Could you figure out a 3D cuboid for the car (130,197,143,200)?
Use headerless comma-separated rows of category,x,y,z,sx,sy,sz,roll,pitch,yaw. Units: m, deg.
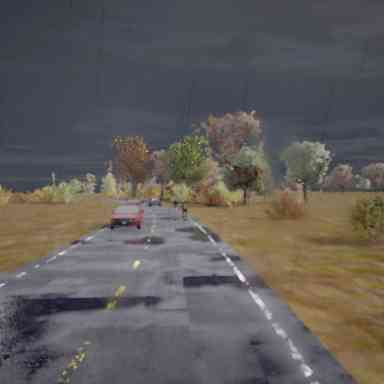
car,-10.919,1.803,62.788,1.895,1.301,4.718,0,0,-14

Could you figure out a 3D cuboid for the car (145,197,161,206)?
car,-6.484,1.701,57.234,1.812,1.442,4.674,0,0,-13

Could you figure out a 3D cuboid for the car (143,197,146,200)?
car,-10.902,1.835,74.153,1.895,1.301,4.718,0,0,-17

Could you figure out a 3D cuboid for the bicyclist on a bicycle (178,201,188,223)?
bicyclist on a bicycle,-0.534,1.522,25.260,0.582,1.620,1.656,0,0,-6

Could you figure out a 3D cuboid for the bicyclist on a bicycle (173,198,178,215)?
bicyclist on a bicycle,-1.681,1.469,34.936,0.659,1.776,1.843,0,0,-8

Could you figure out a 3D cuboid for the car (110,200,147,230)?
car,-4.170,1.543,21.883,1.882,1.535,5.008,0,0,-5
